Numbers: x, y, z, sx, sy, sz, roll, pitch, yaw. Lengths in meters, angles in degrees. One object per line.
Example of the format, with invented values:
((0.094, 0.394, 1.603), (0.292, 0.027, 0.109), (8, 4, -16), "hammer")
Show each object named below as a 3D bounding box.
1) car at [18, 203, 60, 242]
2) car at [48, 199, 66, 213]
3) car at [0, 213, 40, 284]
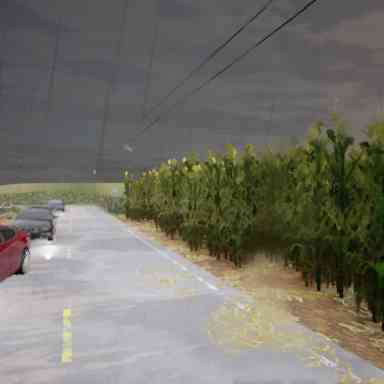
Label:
((-7.657, 1.505, 16.199), (1.837, 1.490, 4.892), (0, 0, -20), "car")
((-14.908, 1.526, 36.402), (1.812, 1.442, 4.674), (0, 0, -20), "car")
((-5.162, 1.478, 7.439), (1.882, 1.535, 5.008), (0, 0, -10), "car")
